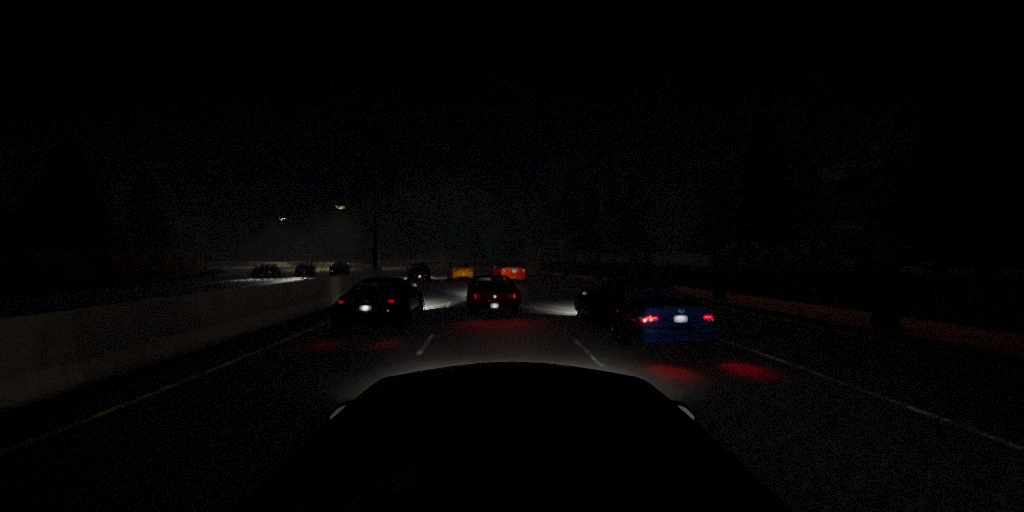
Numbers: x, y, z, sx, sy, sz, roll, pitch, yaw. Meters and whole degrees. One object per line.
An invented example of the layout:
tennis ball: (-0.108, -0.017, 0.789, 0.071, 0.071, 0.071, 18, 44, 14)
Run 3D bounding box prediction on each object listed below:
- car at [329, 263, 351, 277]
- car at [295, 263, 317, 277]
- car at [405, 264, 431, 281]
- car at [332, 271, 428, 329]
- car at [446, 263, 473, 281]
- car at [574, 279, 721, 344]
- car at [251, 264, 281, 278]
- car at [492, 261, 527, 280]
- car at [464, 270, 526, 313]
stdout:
car: (-18.353, 1.447, 38.359, 1.882, 1.535, 5.008, 0, -1, -24)
car: (-22.860, 1.487, 39.886, 2.128, 1.511, 4.902, 0, 0, -25)
car: (-8.161, 1.402, 31.342, 1.837, 1.490, 4.892, 0, 0, -17)
car: (-4.103, 1.369, 11.559, 1.994, 1.385, 4.181, 0, 0, -5)
car: (-4.718, 1.362, 32.055, 1.882, 1.535, 5.008, 0, 0, -17)
car: (3.159, 1.313, 9.648, 2.033, 1.411, 5.357, 0, 0, -5)
car: (-25.516, 1.545, 37.436, 2.033, 1.411, 5.357, 0, 0, -24)
car: (-0.350, 1.207, 29.443, 2.097, 1.767, 4.553, 0, 0, -14)
car: (-0.857, 1.402, 14.317, 1.895, 1.301, 4.718, 0, 0, -7)
